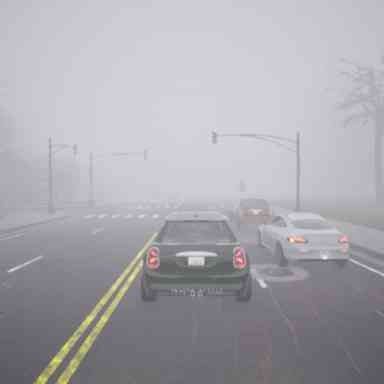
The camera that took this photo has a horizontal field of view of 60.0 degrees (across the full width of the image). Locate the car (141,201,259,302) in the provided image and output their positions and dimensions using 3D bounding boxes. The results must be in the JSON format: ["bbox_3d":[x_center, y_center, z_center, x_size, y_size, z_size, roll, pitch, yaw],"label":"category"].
[{"bbox_3d":[0.090,1.230,8.114,2.097,1.767,4.553,0,1,0],"label":"car"}]

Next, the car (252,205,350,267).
[{"bbox_3d":[3.351,1.366,10.670,1.812,1.442,4.674,0,1,0],"label":"car"}]

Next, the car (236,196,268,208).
[{"bbox_3d":[3.342,1.062,19.458,2.097,1.767,4.553,0,1,0],"label":"car"}]

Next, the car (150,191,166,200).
[{"bbox_3d":[-6.454,0.579,60.096,2.128,1.511,4.902,0,1,1],"label":"car"}]

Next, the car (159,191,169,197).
[{"bbox_3d":[-6.371,0.441,75.348,1.895,1.301,4.718,0,1,0],"label":"car"}]

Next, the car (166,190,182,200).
[{"bbox_3d":[-3.206,0.593,60.031,1.837,1.490,4.892,0,1,1],"label":"car"}]

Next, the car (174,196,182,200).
[{"bbox_3d":[0.071,1.218,17.379,1.882,1.535,5.008,0,1,0],"label":"car"}]
